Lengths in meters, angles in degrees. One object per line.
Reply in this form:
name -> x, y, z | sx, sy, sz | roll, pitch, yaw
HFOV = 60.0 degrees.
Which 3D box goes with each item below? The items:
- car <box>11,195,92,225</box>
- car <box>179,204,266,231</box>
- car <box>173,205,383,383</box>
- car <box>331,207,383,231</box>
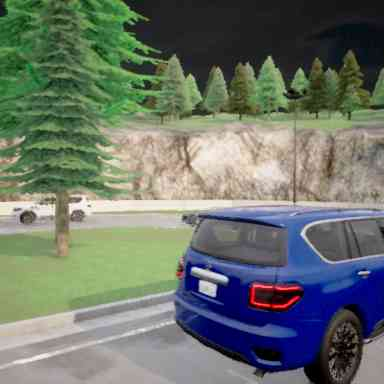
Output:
car -> -10.297, 1.246, 24.658 | 5.566, 2.045, 2.150 | 0, -1, -31
car -> 1.991, 1.613, 22.133 | 5.357, 1.411, 2.033 | 0, 0, 29
car -> 2.312, 1.244, 5.536 | 5.566, 2.045, 2.150 | 0, 0, -37
car -> 11.685, 1.703, 21.656 | 1.895, 1.301, 4.718 | 0, 0, -28
